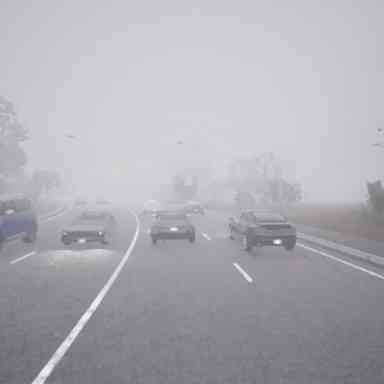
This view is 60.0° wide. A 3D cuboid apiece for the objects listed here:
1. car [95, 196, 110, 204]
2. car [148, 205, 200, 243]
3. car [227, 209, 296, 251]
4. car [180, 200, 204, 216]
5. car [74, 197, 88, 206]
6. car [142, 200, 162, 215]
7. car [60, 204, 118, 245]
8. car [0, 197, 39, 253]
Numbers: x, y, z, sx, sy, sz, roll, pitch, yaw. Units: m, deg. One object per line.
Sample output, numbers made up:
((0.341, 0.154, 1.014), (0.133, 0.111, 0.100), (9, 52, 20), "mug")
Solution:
((-15.046, 1.469, 55.680), (1.812, 1.442, 4.674), (0, 0, -22), "car")
((-0.995, 1.544, 16.093), (1.994, 1.385, 4.181), (0, 0, -7), "car")
((2.759, 1.481, 13.992), (1.837, 1.490, 4.892), (0, 0, -5), "car")
((-0.122, 1.486, 32.057), (1.812, 1.442, 4.674), (0, 0, -12), "car")
((-17.962, 1.493, 53.653), (2.033, 1.411, 5.357), (0, 0, -21), "car")
((-3.992, 1.489, 33.384), (1.812, 1.442, 4.674), (0, 0, -13), "car")
((-4.609, 1.535, 15.691), (2.033, 1.411, 5.357), (0, 0, -6), "car")
((-7.841, 1.219, 12.895), (2.150, 2.045, 5.566), (0, 0, -6), "car")
